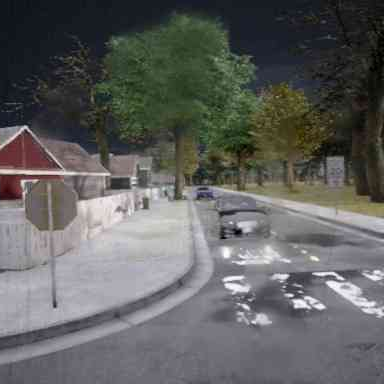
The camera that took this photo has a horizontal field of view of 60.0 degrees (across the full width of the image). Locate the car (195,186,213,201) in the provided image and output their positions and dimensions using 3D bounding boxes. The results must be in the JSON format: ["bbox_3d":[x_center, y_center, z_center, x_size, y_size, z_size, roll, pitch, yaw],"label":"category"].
[{"bbox_3d":[1.390,0.068,38.824,1.882,1.535,5.008,-2,2,-1],"label":"car"}]

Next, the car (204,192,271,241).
[{"bbox_3d":[1.816,0.925,13.559,2.128,1.511,4.902,-2,2,-1],"label":"car"}]
